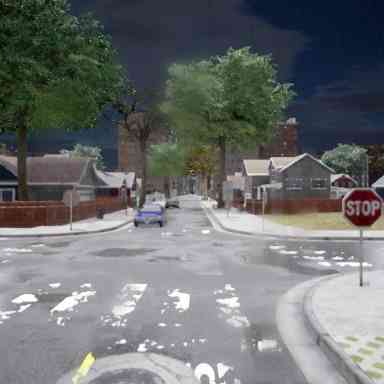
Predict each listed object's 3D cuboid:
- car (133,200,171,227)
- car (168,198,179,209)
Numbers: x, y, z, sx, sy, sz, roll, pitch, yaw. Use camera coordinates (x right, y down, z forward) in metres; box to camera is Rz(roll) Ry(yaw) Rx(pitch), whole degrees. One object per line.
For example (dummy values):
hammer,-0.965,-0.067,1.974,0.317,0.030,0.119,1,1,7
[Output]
car,-2.728,1.540,22.742,1.812,1.442,4.674,0,1,0
car,-2.680,1.586,45.529,2.033,1.411,5.357,0,0,0
